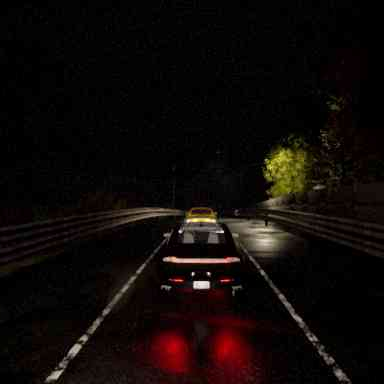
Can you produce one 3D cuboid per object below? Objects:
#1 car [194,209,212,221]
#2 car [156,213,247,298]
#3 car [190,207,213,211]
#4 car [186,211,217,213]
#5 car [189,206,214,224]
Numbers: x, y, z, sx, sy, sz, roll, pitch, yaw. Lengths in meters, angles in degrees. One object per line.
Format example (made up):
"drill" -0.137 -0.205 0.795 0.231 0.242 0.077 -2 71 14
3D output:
"car" 1.309 2.553 37.029 1.895 1.301 4.718 0 -3 3
"car" 0.236 1.505 8.521 2.128 1.511 4.902 0 0 1
"car" 0.615 1.735 21.590 1.882 1.535 5.008 0 -1 2
"car" 0.401 1.687 14.594 1.895 1.301 4.718 0 -1 2
"car" 0.938 2.110 30.817 2.128 1.511 4.902 0 -3 2
